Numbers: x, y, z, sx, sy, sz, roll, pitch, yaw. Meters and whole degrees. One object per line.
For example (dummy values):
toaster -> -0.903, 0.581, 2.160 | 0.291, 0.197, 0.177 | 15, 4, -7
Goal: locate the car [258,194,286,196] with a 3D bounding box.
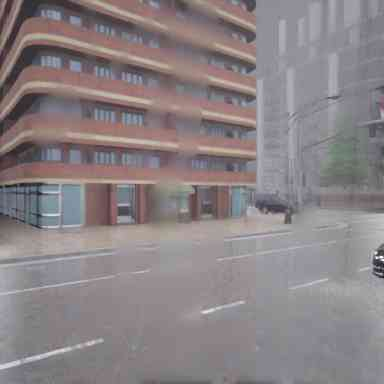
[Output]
car -> 9.678, 1.222, 37.728 | 2.150, 2.045, 5.566 | 0, 0, -36

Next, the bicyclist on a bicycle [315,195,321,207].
bicyclist on a bicycle -> 17.790, 1.301, 46.928 | 1.656, 1.620, 0.582 | 0, 0, -36

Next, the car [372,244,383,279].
car -> 6.674, 1.504, 8.849 | 4.892, 1.490, 1.837 | 0, 0, -36

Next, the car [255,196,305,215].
car -> 8.852, 1.491, 32.931 | 2.128, 1.511, 4.902 | 0, 0, -36
